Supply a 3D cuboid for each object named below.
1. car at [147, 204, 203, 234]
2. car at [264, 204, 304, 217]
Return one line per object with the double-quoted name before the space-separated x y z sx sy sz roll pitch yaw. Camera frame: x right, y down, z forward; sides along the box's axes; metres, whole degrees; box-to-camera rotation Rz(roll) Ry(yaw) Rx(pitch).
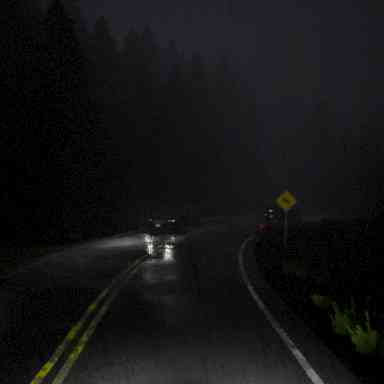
"car" -0.875 1.489 19.678 2.128 1.511 4.902 1 0 22
"car" 7.678 1.721 27.536 2.128 1.511 4.902 4 1 39
